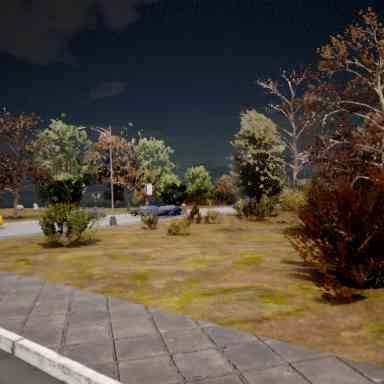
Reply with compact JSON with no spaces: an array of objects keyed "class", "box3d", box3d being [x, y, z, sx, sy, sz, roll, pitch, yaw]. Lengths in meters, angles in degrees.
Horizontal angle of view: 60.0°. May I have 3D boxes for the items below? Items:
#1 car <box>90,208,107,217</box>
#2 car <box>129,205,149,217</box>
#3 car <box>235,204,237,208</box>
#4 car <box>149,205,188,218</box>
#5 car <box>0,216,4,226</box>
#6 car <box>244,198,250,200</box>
[{"class":"car","box3d":[-11.711,2.459,35.884,2.033,1.411,5.357,-3,-2,32]},{"class":"car","box3d":[-6.071,2.509,44.859,2.033,1.411,5.357,-3,-2,32]},{"class":"car","box3d":[9.381,2.581,62.524,1.895,1.301,4.718,-3,-2,33]},{"class":"car","box3d":[-2.321,2.206,37.313,1.895,1.301,4.718,-3,-2,32]},{"class":"car","box3d":[-17.800,2.365,26.494,1.882,1.535,5.008,-3,-2,33]},{"class":"car","box3d":[10.571,2.011,57.924,2.150,2.045,5.566,-3,-2,32]}]
